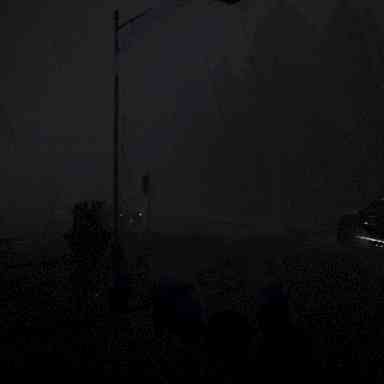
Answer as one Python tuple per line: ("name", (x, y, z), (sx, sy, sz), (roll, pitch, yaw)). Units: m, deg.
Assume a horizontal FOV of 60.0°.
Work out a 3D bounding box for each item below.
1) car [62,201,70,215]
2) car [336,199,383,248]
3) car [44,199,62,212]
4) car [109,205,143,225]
("car", (-10.693, 1.554, 31.876), (1.812, 1.442, 4.674), (0, 0, -35))
("car", (7.548, 1.258, 12.035), (2.150, 2.045, 5.566), (1, 0, -7))
("car", (-16.439, 1.592, 39.966), (1.994, 1.385, 4.181), (0, 0, -35))
("car", (-5.400, 1.629, 24.446), (1.895, 1.301, 4.718), (0, 0, -35))
